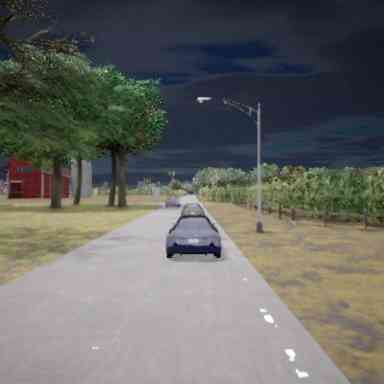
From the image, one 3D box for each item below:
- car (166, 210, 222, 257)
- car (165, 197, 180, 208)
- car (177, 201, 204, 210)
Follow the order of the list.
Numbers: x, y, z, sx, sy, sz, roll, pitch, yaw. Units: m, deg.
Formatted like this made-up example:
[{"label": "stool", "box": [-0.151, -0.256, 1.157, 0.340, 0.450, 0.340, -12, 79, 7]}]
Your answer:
[{"label": "car", "box": [0.066, 1.604, 13.063, 1.994, 1.385, 4.181, 0, 0, 0]}, {"label": "car", "box": [-2.837, 1.486, 49.220, 2.097, 1.767, 4.553, 0, 0, 0]}, {"label": "car", "box": [0.062, 1.648, 28.250, 1.994, 1.385, 4.181, 0, 0, 0]}]
